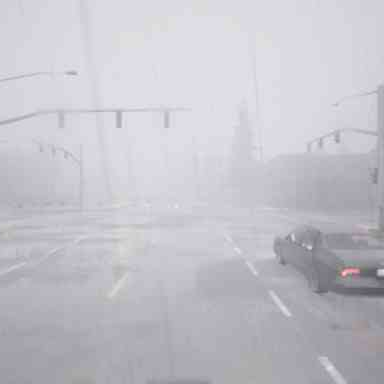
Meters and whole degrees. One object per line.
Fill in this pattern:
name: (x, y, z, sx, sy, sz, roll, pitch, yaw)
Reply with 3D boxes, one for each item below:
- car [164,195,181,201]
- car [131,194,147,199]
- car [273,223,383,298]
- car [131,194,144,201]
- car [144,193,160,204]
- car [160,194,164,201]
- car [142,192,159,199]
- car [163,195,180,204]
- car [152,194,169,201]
car: (-4.879, 1.399, 82.670, 1.895, 1.301, 4.718, 0, 0, -35)
car: (-14.097, 1.279, 88.240, 4.718, 1.301, 1.895, 0, 0, 43)
car: (3.569, 1.526, 8.638, 2.033, 1.411, 5.357, 0, 0, 0)
car: (-11.795, 1.377, 73.911, 1.994, 1.385, 4.181, 0, 0, -28)
car: (-7.094, 1.364, 58.938, 1.837, 1.490, 4.892, 0, 0, -6)
car: (-8.822, 1.298, 75.760, 1.882, 1.535, 5.008, 0, 0, -28)
car: (-11.255, 0.992, 90.364, 4.553, 1.767, 2.097, 0, 0, 43)
car: (-3.705, 1.457, 60.601, 1.895, 1.301, 4.718, 0, 0, -7)
car: (-7.549, 1.287, 80.372, 1.882, 1.535, 5.008, 0, 0, -35)
